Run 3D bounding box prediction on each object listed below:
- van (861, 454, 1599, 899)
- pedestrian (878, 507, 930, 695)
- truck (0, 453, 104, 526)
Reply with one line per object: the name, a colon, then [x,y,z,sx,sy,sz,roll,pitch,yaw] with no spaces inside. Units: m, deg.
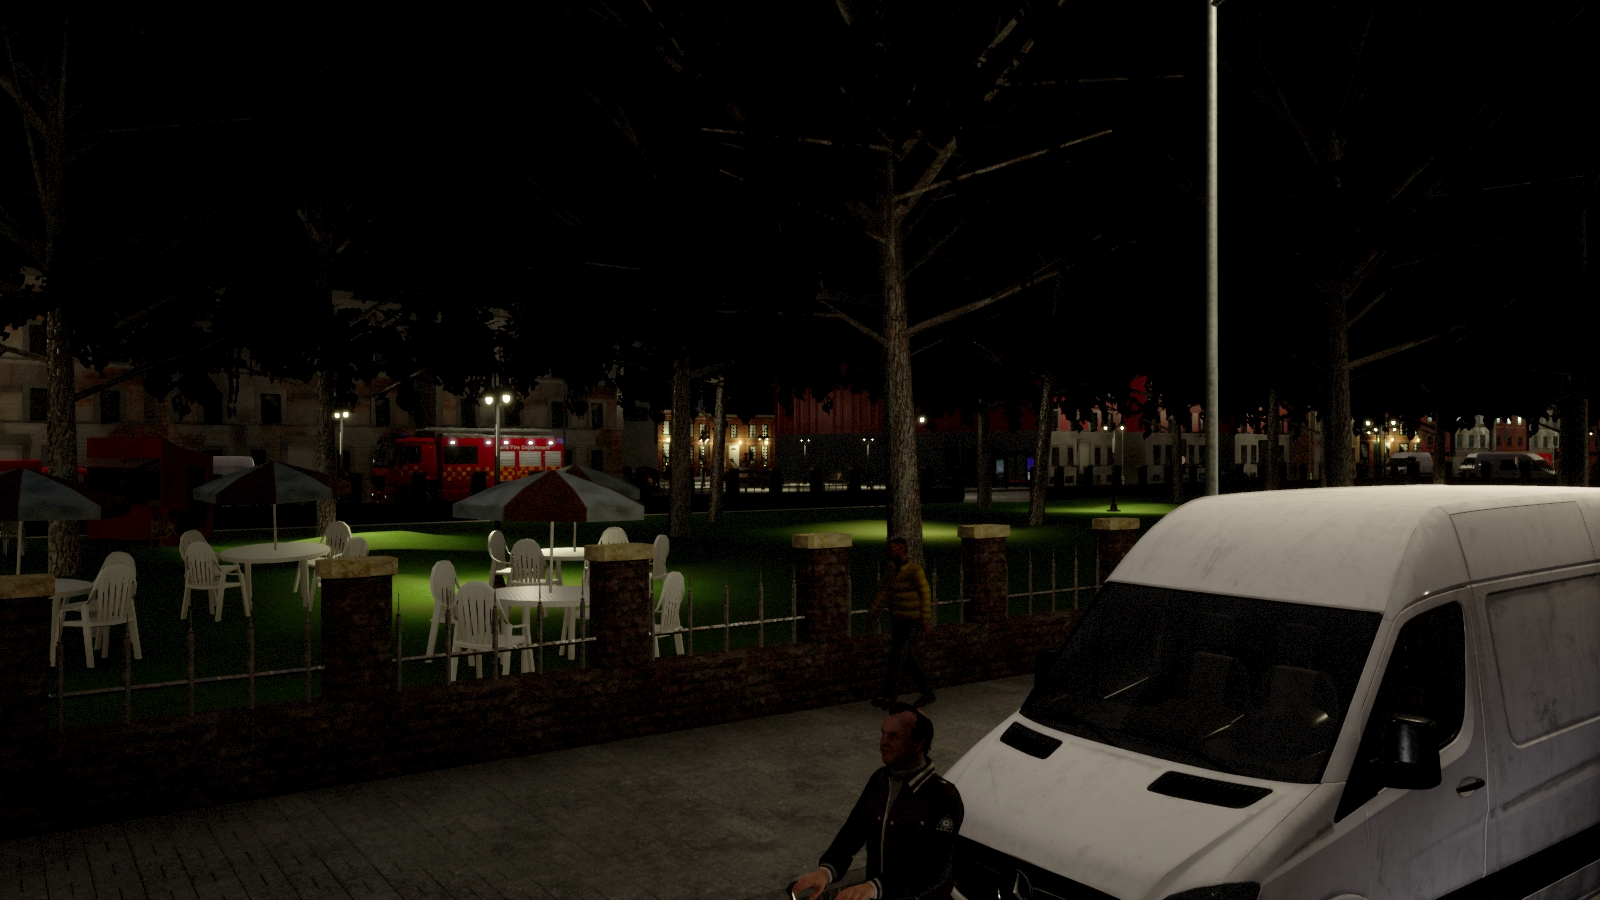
van: [3.302,1.314,6.746,5.915,2.561,1.988,0,0,-35]
pedestrian: [1.065,1.525,11.722,0.375,1.860,0.375,0,0,-35]
truck: [-27.693,1.348,40.278,5.204,2.467,2.627,0,0,-35]
